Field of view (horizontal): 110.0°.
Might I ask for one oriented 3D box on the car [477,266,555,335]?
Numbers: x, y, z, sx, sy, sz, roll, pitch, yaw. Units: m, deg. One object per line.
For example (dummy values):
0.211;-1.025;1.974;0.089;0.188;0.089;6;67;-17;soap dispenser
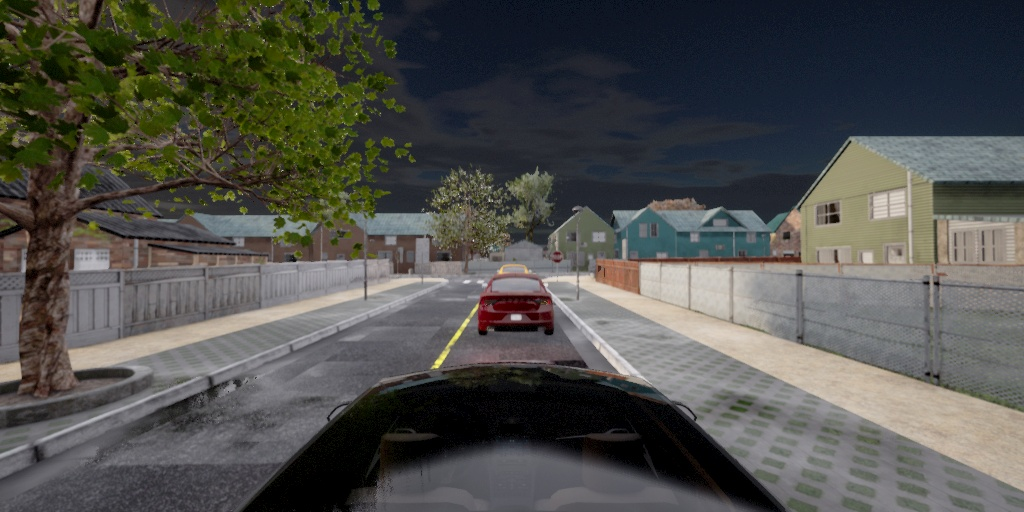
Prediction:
0.098;1.226;10.511;1.882;1.535;5.008;0;0;0;car
